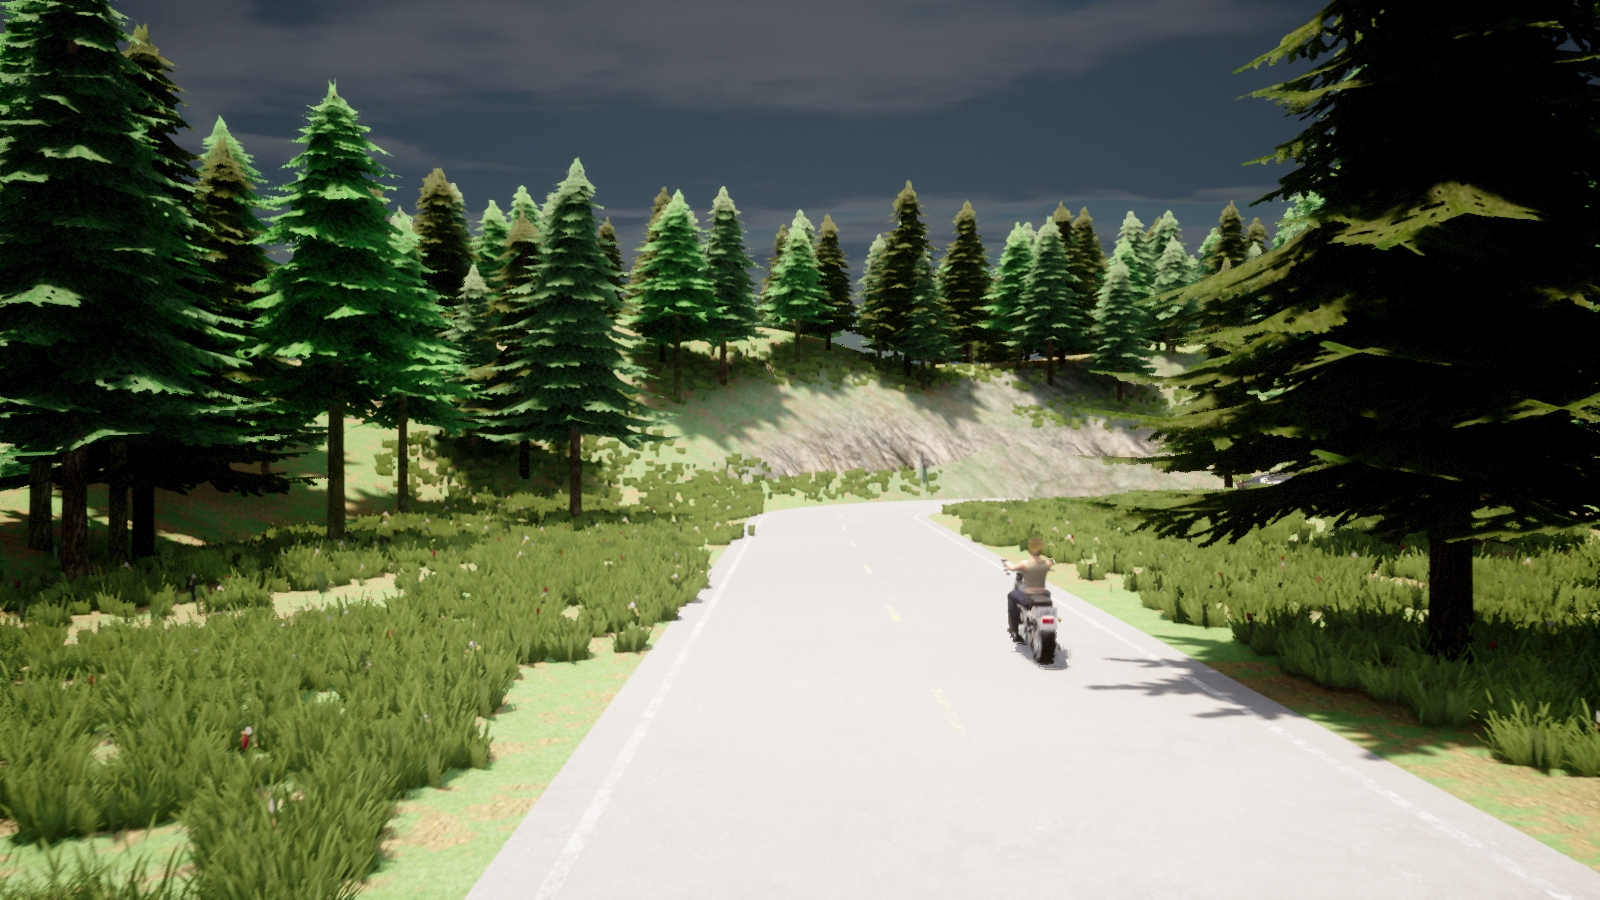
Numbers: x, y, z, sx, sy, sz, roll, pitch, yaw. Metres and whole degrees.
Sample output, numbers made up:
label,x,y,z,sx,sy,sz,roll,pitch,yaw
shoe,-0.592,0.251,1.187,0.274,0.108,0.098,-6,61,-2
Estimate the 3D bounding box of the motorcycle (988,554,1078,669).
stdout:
label,x,y,z,sx,sy,sz,roll,pitch,yaw
motorcycle,3.189,2.179,15.842,0.764,1.277,2.356,0,0,0
